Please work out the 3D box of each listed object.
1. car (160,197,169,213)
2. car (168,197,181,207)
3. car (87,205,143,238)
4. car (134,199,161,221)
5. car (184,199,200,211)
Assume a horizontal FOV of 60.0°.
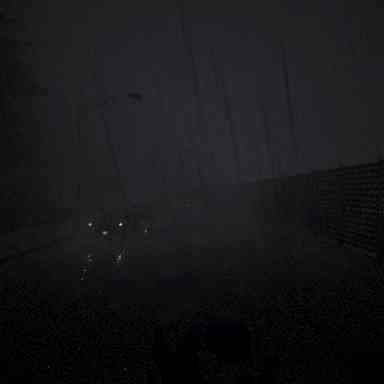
[{"bbox_3d":[-3.995,1.602,37.624,1.994,1.385,4.181,0,0,0],"label":"car"},{"bbox_3d":[-3.896,1.531,51.687,5.008,1.535,1.882,0,0,40],"label":"car"},{"bbox_3d":[-4.090,1.619,17.876,1.895,1.301,4.718,0,0,0],"label":"car"},{"bbox_3d":[-4.050,1.575,27.639,2.033,1.411,5.357,0,0,0],"label":"car"},{"bbox_3d":[-0.005,1.590,41.993,2.033,1.411,5.357,0,0,-4],"label":"car"}]
